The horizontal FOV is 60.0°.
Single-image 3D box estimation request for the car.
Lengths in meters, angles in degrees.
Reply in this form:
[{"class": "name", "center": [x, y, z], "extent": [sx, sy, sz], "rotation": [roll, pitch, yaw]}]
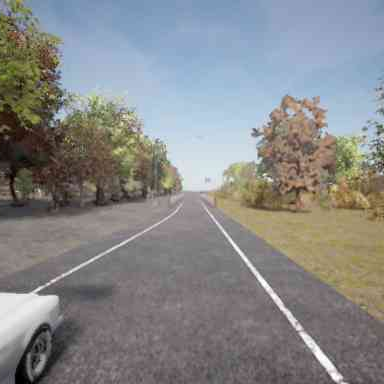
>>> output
[{"class": "car", "center": [-2.740, 1.592, 2.415], "extent": [1.895, 1.301, 4.718], "rotation": [0, 0, 2]}]
